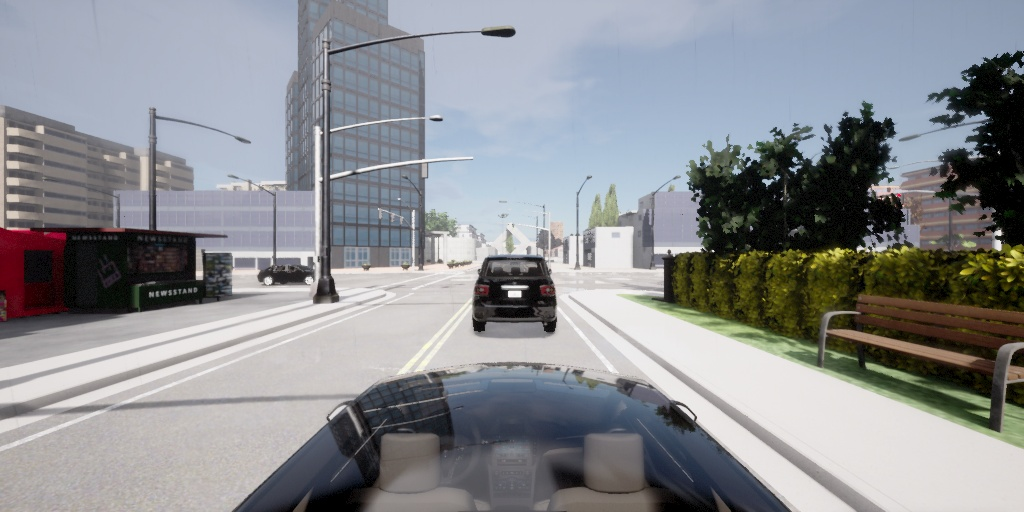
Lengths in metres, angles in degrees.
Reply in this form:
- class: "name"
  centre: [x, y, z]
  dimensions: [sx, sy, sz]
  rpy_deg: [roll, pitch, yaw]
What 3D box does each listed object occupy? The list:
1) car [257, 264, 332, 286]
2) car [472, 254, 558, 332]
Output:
- class: "car"
  centre: [-15.716, 1.353, 26.066]
  dimensions: [4.892, 1.490, 1.837]
  rpy_deg: [-1, 0, 0]
- class: "car"
  centre: [0.080, 0.971, 10.954]
  dimensions: [2.150, 2.045, 5.566]
  rpy_deg: [0, 0, 0]
